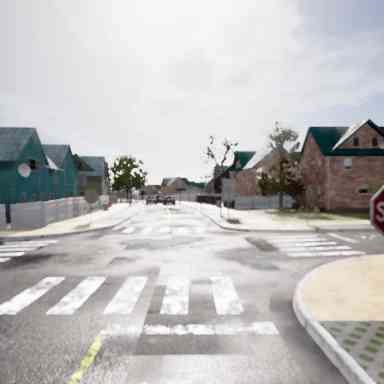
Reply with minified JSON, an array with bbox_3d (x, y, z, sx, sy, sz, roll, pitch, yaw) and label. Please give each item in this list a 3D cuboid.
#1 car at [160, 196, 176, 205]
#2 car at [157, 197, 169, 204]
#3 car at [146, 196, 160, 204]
[{"bbox_3d":[-3.963,1.453,57.185,1.837,1.490,4.892,0,0,-10],"label":"car"},{"bbox_3d":[-5.938,1.610,67.113,1.895,1.301,4.718,0,0,-13],"label":"car"},{"bbox_3d":[-7.437,1.493,60.822,1.812,1.442,4.674,0,0,-10],"label":"car"}]
